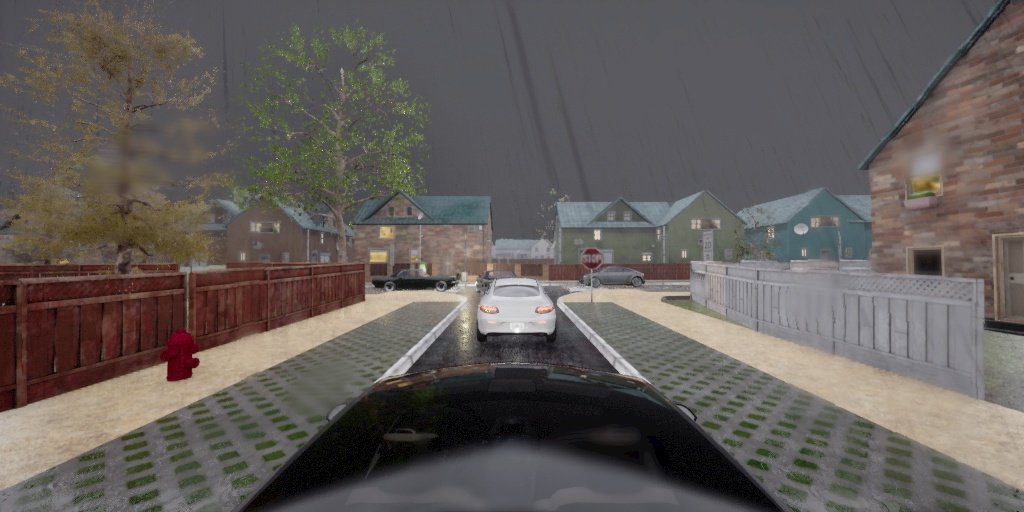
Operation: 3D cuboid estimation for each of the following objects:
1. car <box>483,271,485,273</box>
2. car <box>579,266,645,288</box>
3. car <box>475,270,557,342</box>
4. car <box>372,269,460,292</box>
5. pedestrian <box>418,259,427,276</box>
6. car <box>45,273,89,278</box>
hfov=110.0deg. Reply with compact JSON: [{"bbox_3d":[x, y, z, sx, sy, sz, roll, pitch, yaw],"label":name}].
[{"bbox_3d":[-0.756,1.366,18.519,1.895,1.301,4.718,0,-1,-12],"label":"car"},{"bbox_3d":[6.539,1.344,23.694,4.181,1.385,1.994,0,-1,1],"label":"car"},{"bbox_3d":[0.103,1.280,9.700,1.812,1.442,4.674,0,0,0],"label":"car"},{"bbox_3d":[-5.482,1.417,20.904,4.718,1.301,1.895,-1,-1,1],"label":"car"},{"bbox_3d":[-6.700,1.119,26.789,0.375,1.860,0.375,0,-1,1],"label":"pedestrian"},{"bbox_3d":[-25.607,1.633,21.173,4.718,1.301,1.895,-1,-1,1],"label":"car"}]
